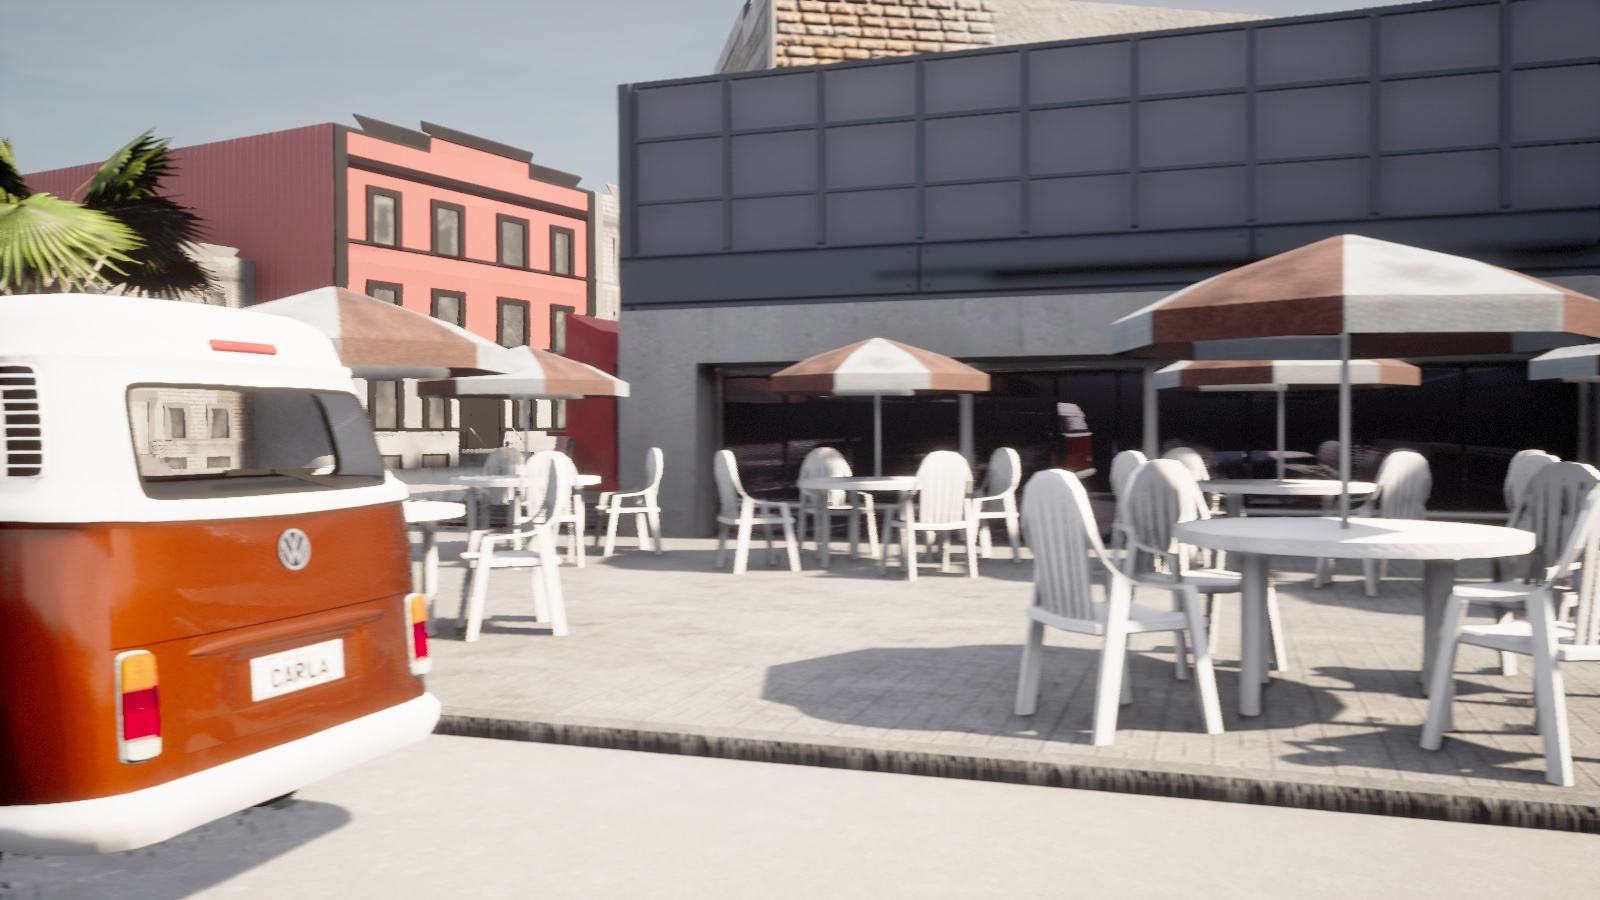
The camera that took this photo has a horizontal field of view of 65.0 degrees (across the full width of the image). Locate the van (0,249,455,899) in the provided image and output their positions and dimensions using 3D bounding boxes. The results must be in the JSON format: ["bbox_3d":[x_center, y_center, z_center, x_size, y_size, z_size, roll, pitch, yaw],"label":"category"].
[{"bbox_3d":[-3.909,0.455,5.030,4.480,2.038,2.069,1,1,19],"label":"van"}]
